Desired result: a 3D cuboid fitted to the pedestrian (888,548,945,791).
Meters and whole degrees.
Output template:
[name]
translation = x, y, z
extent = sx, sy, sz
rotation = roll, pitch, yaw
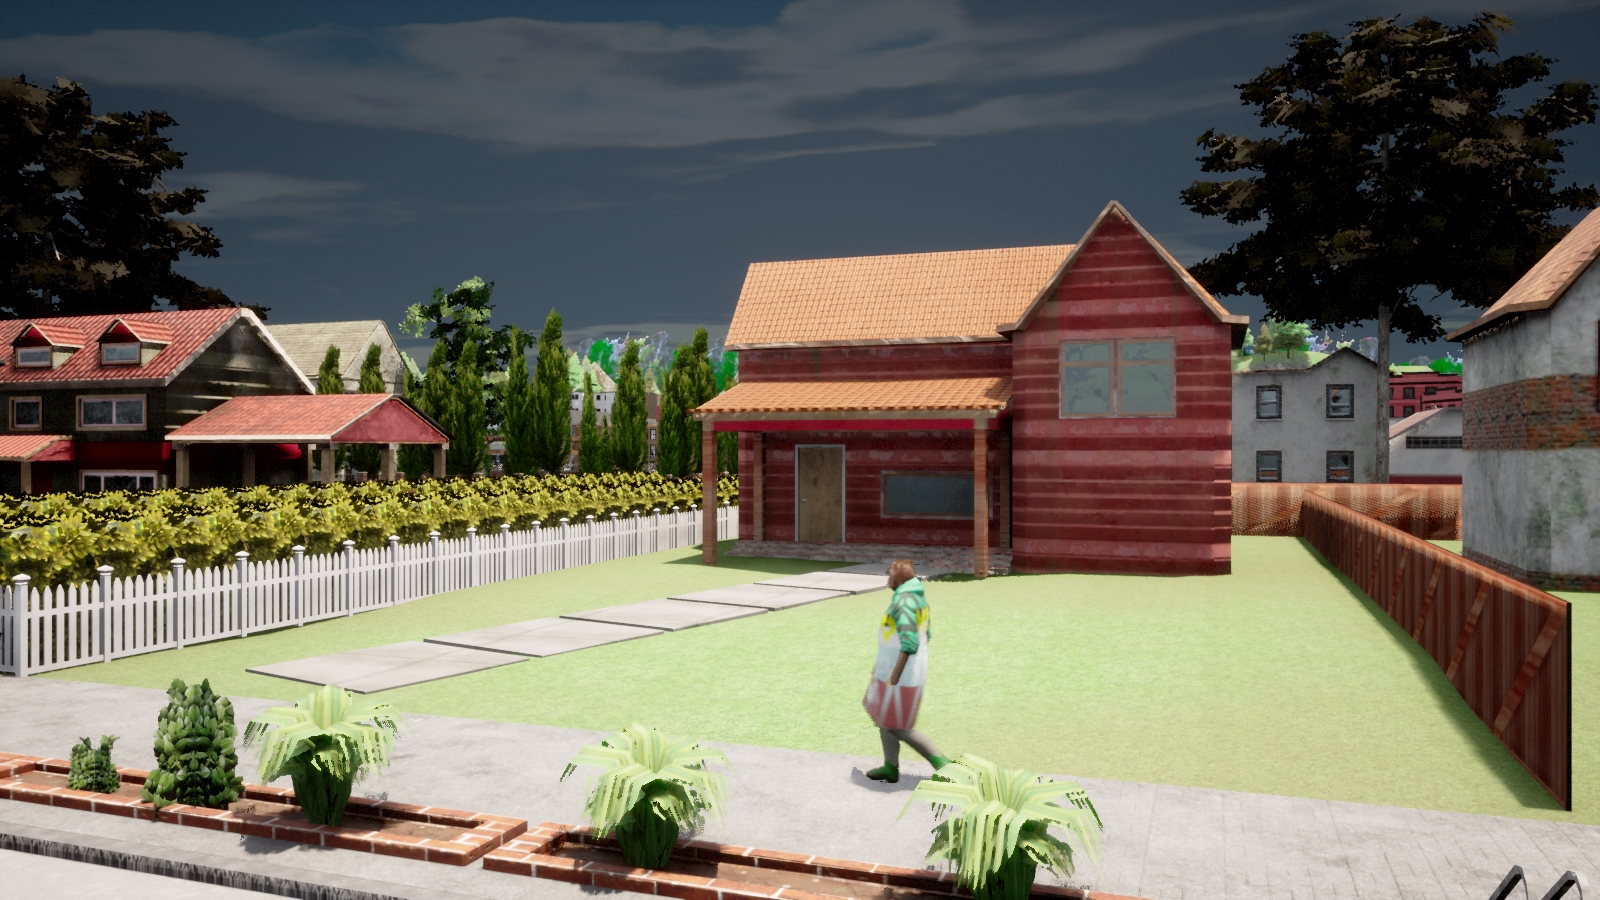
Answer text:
[pedestrian]
translation = 0.944, 1.744, 9.208
extent = 0.375, 1.860, 0.375
rotation = 0, 0, 20
